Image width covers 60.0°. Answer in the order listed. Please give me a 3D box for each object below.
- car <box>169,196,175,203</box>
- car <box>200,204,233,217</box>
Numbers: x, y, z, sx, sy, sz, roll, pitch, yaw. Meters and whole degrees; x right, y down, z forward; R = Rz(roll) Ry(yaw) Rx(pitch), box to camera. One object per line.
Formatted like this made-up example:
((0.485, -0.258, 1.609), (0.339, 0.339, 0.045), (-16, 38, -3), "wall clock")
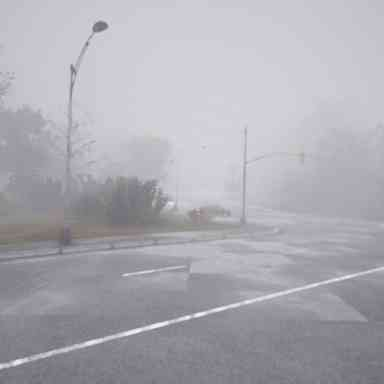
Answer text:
((-4.331, 1.162, 61.024), (1.994, 1.385, 4.181), (2, 2, -11), "car")
((2.617, 1.994, 36.378), (1.895, 1.301, 4.718), (2, 0, -22), "car")
